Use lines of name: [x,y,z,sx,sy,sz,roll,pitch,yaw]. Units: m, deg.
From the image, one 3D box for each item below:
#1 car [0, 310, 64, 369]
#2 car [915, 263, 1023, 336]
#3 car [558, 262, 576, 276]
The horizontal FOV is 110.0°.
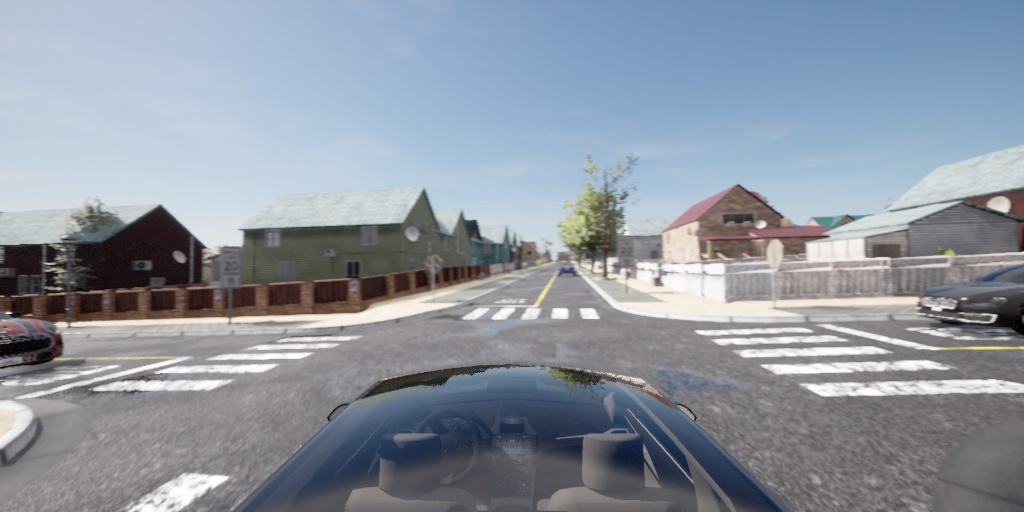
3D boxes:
car: [-12.940,1.772,7.997,4.553,1.767,2.097,-3,-2,8]
car: [11.763,0.798,7.521,4.892,1.490,1.837,-3,-2,10]
car: [6.696,1.510,43.703,2.097,1.767,4.553,-1,-1,8]
